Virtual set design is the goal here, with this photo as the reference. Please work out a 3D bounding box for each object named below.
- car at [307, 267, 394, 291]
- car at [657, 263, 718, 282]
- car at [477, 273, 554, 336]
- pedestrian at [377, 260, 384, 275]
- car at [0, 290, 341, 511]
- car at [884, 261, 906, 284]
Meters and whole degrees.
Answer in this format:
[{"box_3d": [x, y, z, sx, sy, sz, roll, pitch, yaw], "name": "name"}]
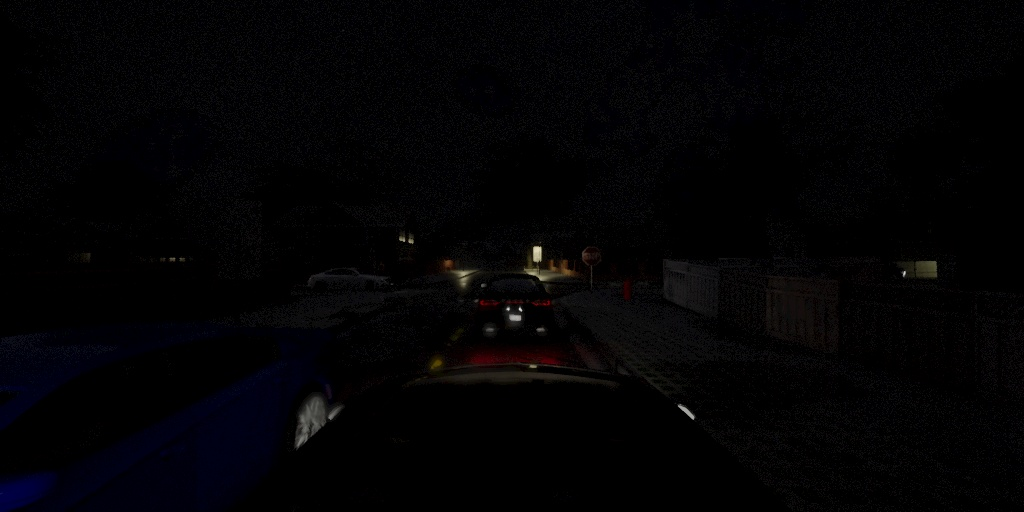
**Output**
[{"box_3d": [-9.278, 1.371, 20.748, 4.674, 1.442, 1.812, -1, -2, 1], "name": "car"}, {"box_3d": [12.139, 1.149, 23.476, 5.008, 1.535, 1.882, -1, -2, 1], "name": "car"}, {"box_3d": [0.079, 1.242, 10.497, 1.882, 1.535, 5.008, 0, 0, 0], "name": "car"}, {"box_3d": [-9.719, 1.201, 26.635, 0.375, 1.860, 0.375, 0, -1, 1], "name": "pedestrian"}, {"box_3d": [-2.870, 1.228, 2.034, 1.882, 1.535, 5.008, 0, 0, 0], "name": "car"}, {"box_3d": [22.563, 1.045, 23.362, 4.892, 1.490, 1.837, -1, -2, 0], "name": "car"}]
